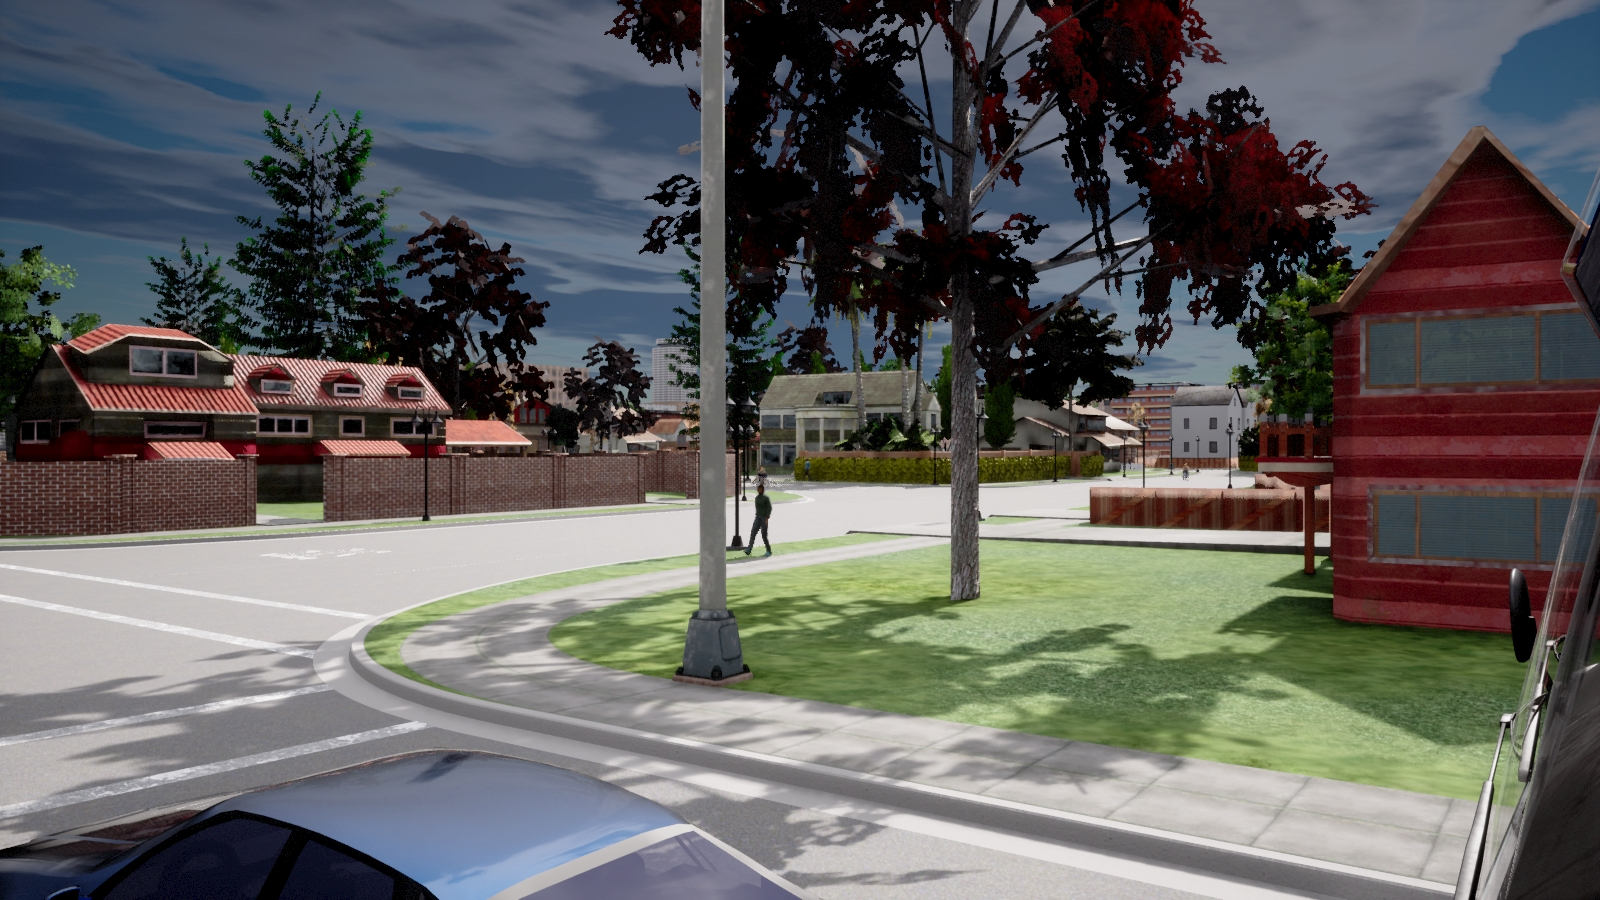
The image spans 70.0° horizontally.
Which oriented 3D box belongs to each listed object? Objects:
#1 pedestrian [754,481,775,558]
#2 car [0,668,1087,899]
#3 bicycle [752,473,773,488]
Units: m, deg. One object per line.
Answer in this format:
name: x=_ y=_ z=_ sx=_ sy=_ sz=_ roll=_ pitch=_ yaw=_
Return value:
pedestrian: x=-0.874 y=1.704 z=28.011 sx=0.375 sy=1.860 sz=0.375 roll=0 pitch=0 yaw=35
car: x=-1.713 y=2.106 z=4.943 sx=5.357 sy=1.411 sz=2.033 roll=0 pitch=0 yaw=36
bicycle: x=-2.766 y=2.256 z=84.976 sx=0.859 sy=1.080 sz=1.487 roll=0 pitch=0 yaw=34
